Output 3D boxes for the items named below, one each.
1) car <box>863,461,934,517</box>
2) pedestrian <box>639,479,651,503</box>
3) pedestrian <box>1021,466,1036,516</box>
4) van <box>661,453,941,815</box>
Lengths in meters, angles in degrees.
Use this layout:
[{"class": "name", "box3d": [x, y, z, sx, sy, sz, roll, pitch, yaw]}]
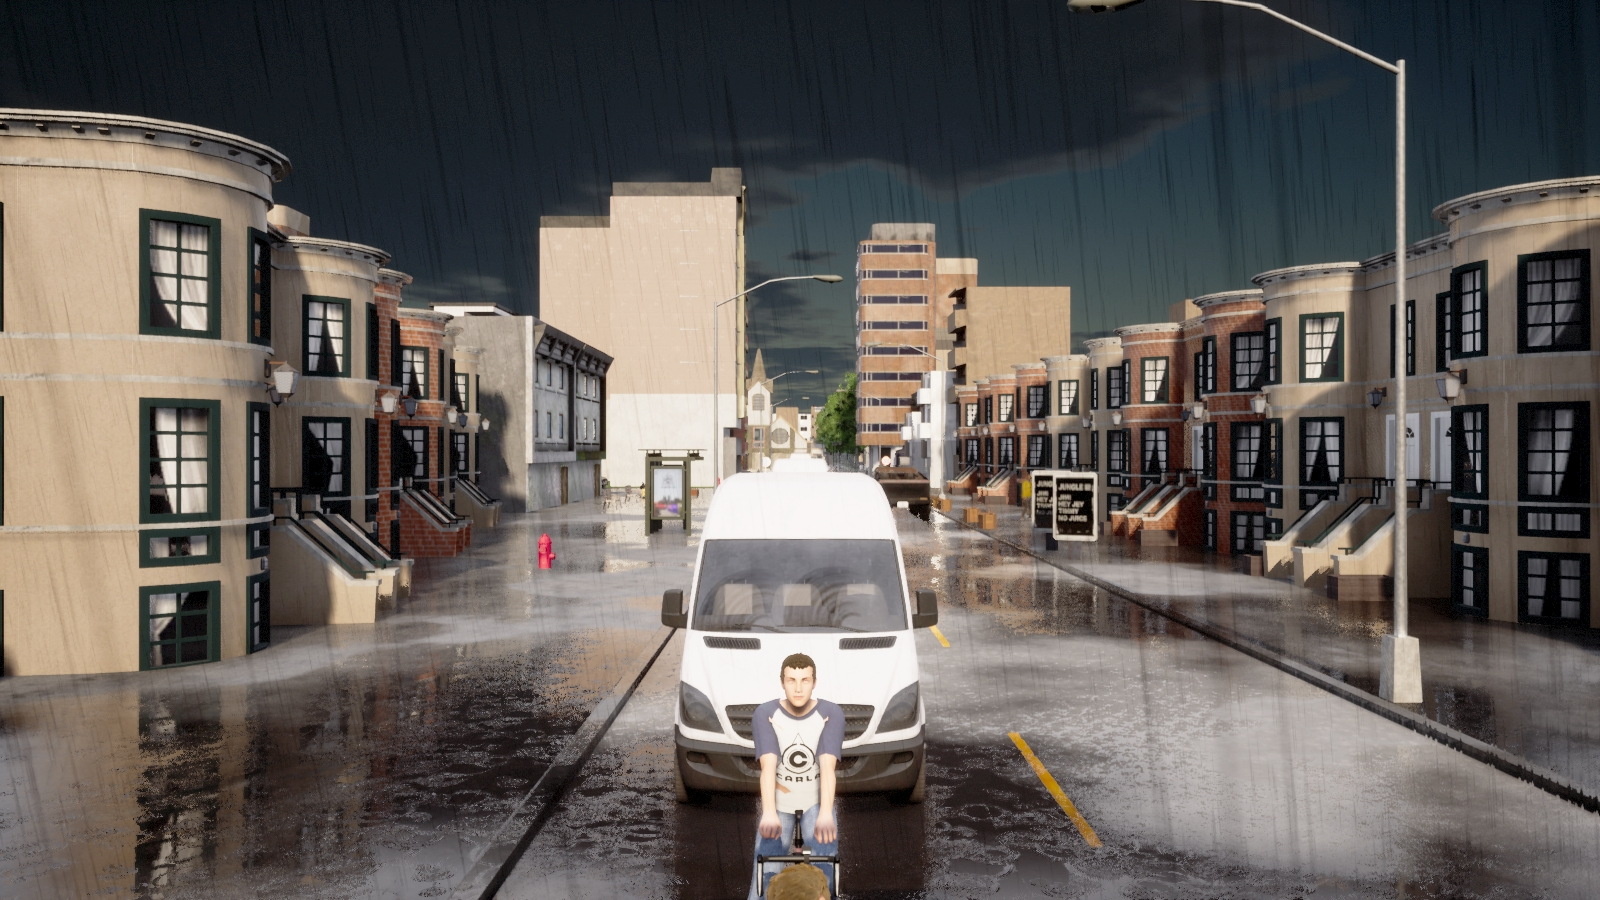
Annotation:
[{"class": "car", "box3d": [4.001, 1.547, 47.525, 2.390, 2.098, 6.274, 0, 0, 0]}, {"class": "pedestrian", "box3d": [-7.315, 1.923, 53.954, 0.500, 1.100, 0.500, 0, 0, 4]}, {"class": "pedestrian", "box3d": [8.627, 1.537, 43.145, 0.375, 1.860, 0.375, 0, 0, -28]}, {"class": "van", "box3d": [0.003, 1.318, 11.084, 1.988, 2.561, 5.915, 0, 0, 0]}]
